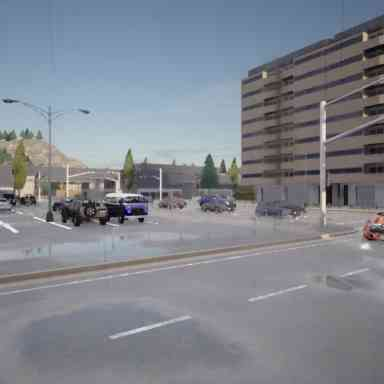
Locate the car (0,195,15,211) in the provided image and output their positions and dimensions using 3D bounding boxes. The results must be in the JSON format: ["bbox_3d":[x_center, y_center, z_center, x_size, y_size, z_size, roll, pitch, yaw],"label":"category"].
[{"bbox_3d":[-21.807,1.451,37.892,1.970,1.475,3.806,0,0,-35],"label":"car"}]

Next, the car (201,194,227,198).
[{"bbox_3d":[3.201,1.277,42.606,2.150,2.045,5.566,0,0,-35],"label":"car"}]

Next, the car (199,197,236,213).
[{"bbox_3d":[2.832,1.619,37.091,1.994,1.385,4.181,0,0,-35],"label":"car"}]

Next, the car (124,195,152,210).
[{"bbox_3d":[-8.710,1.656,53.387,1.895,1.301,4.718,0,0,-35],"label":"car"}]

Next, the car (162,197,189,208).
[{"bbox_3d":[-2.635,1.560,50.838,1.837,1.490,4.892,0,0,-35],"label":"car"}]

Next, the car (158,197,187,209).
[{"bbox_3d":[-2.938,1.619,45.207,1.994,1.385,4.181,0,0,-35],"label":"car"}]

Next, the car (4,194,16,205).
[{"bbox_3d":[-29.671,1.212,53.722,1.905,1.878,3.866,0,0,-35],"label":"car"}]

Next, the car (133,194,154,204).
[{"bbox_3d":[-9.298,1.547,66.560,2.128,1.511,4.902,0,0,-35],"label":"car"}]

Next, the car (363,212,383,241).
[{"bbox_3d":[9.965,1.352,15.469,4.553,1.767,2.097,0,0,-36],"label":"car"}]

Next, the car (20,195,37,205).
[{"bbox_3d":[-27.275,1.209,55.347,1.932,1.855,4.605,0,0,-35],"label":"car"}]

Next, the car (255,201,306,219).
[{"bbox_3d":[7.700,1.619,30.239,1.994,1.385,4.181,0,0,-35],"label":"car"}]
